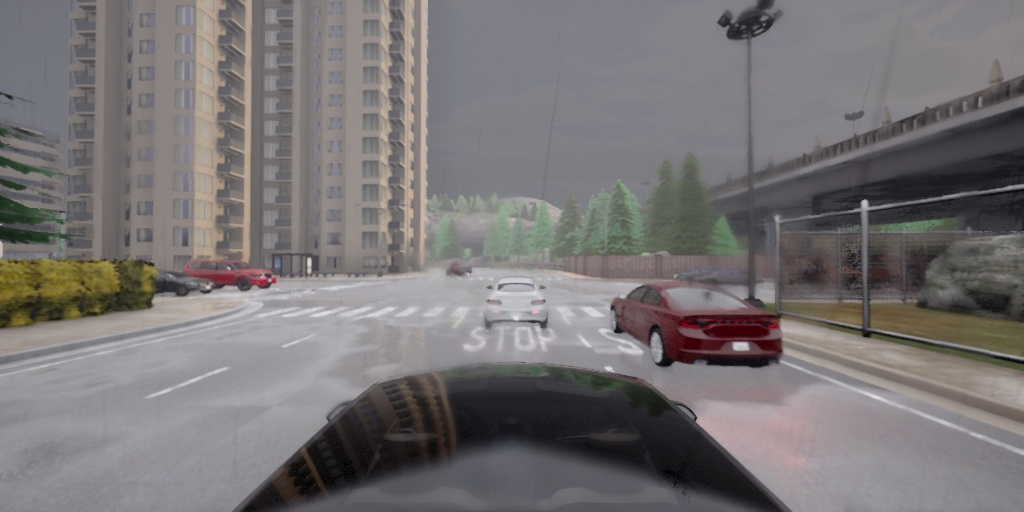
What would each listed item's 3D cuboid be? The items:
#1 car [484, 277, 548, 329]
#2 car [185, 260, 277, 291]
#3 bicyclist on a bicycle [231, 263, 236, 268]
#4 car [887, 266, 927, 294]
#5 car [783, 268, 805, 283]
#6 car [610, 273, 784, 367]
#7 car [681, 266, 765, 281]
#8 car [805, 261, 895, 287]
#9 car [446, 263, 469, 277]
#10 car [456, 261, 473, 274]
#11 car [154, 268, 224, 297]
[{"bbox_3d":[0.132,1.397,11.696,1.812,1.442,4.674,0,-1,0],"label":"car"},{"bbox_3d":[-19.221,1.303,24.401,5.566,2.045,2.150,0,-1,0],"label":"car"},{"bbox_3d":[-28.397,1.528,36.439,0.582,1.620,1.656,0,0,0],"label":"bicyclist on a bicycle"},{"bbox_3d":[25.219,1.517,20.654,5.008,1.535,1.882,0,-1,1],"label":"car"},{"bbox_3d":[25.583,1.734,31.315,4.181,1.385,1.994,0,-1,1],"label":"car"},{"bbox_3d":[3.648,1.306,8.141,1.882,1.535,5.008,0,-1,1],"label":"car"},{"bbox_3d":[16.474,1.674,27.877,5.357,1.411,2.033,0,-1,0],"label":"car"},{"bbox_3d":[26.645,1.348,27.817,5.566,2.045,2.150,0,-1,0],"label":"car"},{"bbox_3d":[-6.913,1.871,44.345,1.895,1.301,4.718,0,-1,0],"label":"car"},{"bbox_3d":[-7.045,1.948,54.969,2.033,1.411,5.357,0,-1,-3],"label":"car"},{"bbox_3d":[-20.030,1.564,20.911,4.674,1.442,1.812,0,-1,0],"label":"car"}]
